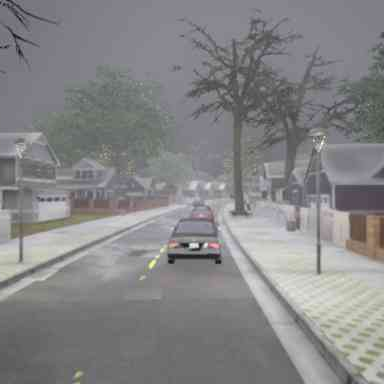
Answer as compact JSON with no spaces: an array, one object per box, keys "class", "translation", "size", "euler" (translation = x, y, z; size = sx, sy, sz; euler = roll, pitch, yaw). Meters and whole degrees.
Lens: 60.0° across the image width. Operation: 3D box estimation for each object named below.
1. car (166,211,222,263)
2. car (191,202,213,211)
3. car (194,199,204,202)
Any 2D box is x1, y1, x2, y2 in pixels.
[{"class":"car","translation":[0.135,1.671,12.480],"size":[2.033,1.411,5.357],"euler":[0,-1,2]},{"class":"car","translation":[0.884,1.831,28.416],"size":[1.994,1.385,4.181],"euler":[0,0,4]},{"class":"car","translation":[1.133,2.011,58.512],"size":[2.033,1.411,5.357],"euler":[0,0,8]}]
